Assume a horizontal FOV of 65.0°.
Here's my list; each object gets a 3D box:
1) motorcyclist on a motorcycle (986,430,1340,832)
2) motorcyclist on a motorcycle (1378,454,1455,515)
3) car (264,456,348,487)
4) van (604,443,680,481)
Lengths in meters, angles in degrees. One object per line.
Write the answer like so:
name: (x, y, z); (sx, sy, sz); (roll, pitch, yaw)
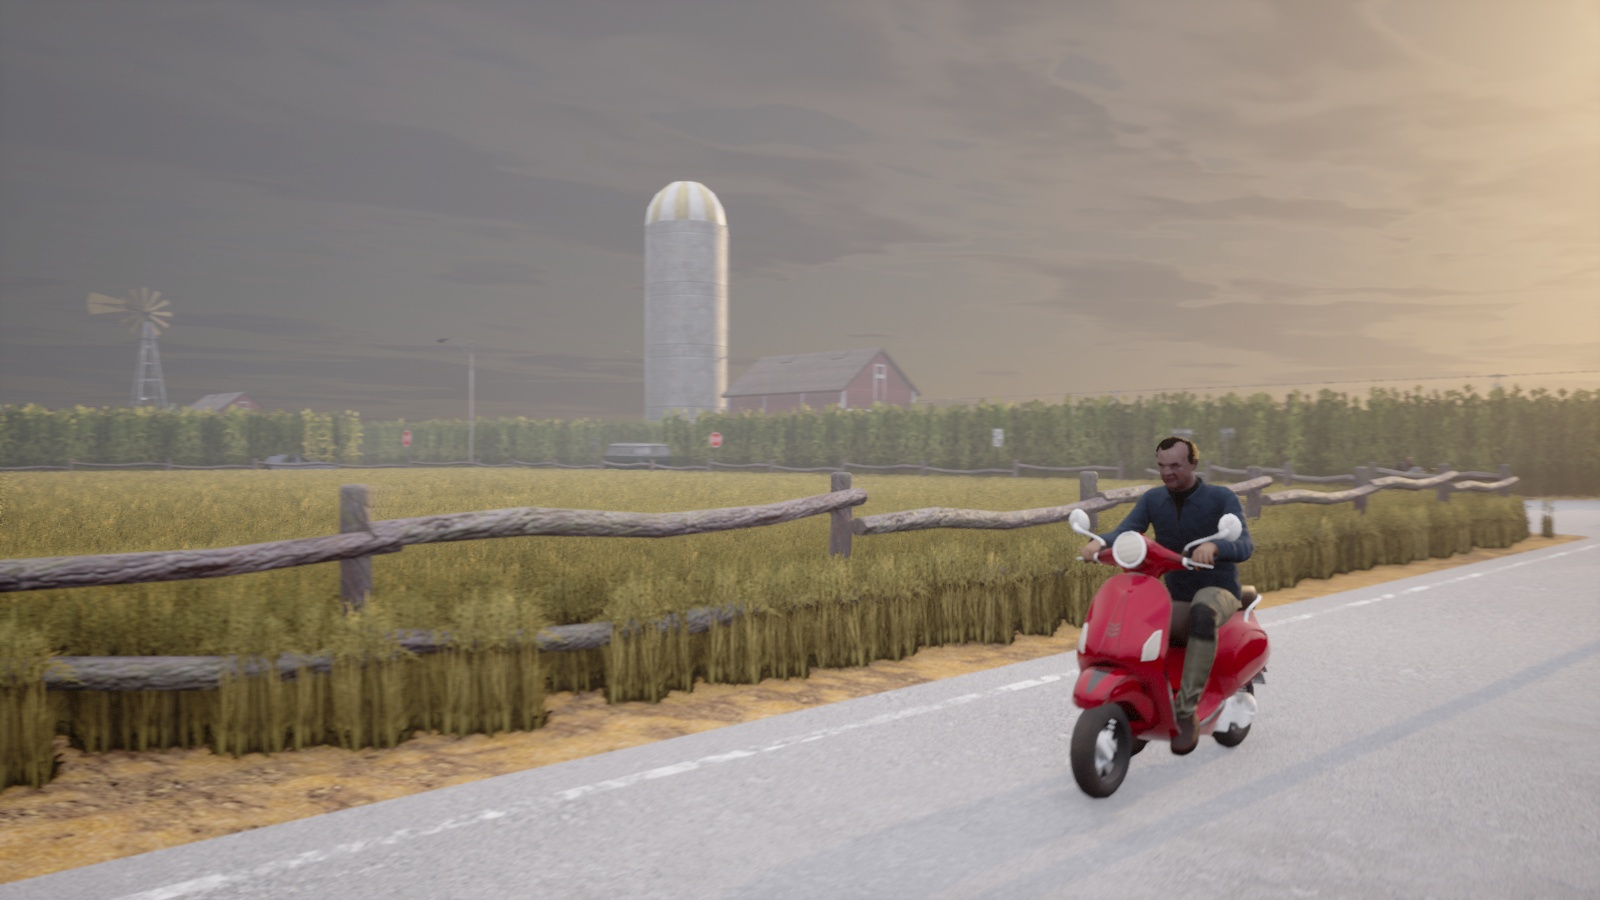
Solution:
motorcyclist on a motorcycle: (1.766, 0.721, 5.927); (0.866, 1.590, 1.817); (0, 0, 43)
motorcyclist on a motorcycle: (15.927, 0.873, 32.523); (0.866, 1.530, 2.191); (-1, 0, -1)
car: (-25.552, 1.082, 65.022); (3.633, 1.501, 1.845); (-1, 0, -43)
van: (-8.564, 0.642, 67.784); (1.775, 1.987, 4.442); (0, 0, -43)
